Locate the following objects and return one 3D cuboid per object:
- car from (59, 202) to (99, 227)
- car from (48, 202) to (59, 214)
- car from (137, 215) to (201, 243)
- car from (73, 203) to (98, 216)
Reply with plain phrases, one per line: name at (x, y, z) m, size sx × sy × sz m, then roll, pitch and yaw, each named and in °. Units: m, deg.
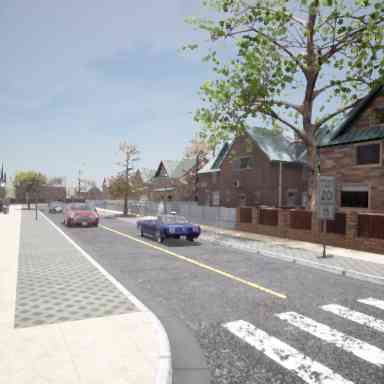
car at (-8.355, 1.616, 24.768) m, size 2.097 × 1.767 × 4.553 m, roll 2°, pitch -1°, yaw -27°
car at (-17.363, 1.986, 42.616) m, size 2.128 × 1.511 × 4.902 m, roll 2°, pitch -2°, yaw -27°
car at (-1.420, 1.861, 17.644) m, size 1.895 × 1.301 × 4.718 m, roll 2°, pitch -1°, yaw -27°
car at (-12.985, 2.062, 40.302) m, size 2.033 × 1.411 × 5.357 m, roll 2°, pitch -1°, yaw -27°
